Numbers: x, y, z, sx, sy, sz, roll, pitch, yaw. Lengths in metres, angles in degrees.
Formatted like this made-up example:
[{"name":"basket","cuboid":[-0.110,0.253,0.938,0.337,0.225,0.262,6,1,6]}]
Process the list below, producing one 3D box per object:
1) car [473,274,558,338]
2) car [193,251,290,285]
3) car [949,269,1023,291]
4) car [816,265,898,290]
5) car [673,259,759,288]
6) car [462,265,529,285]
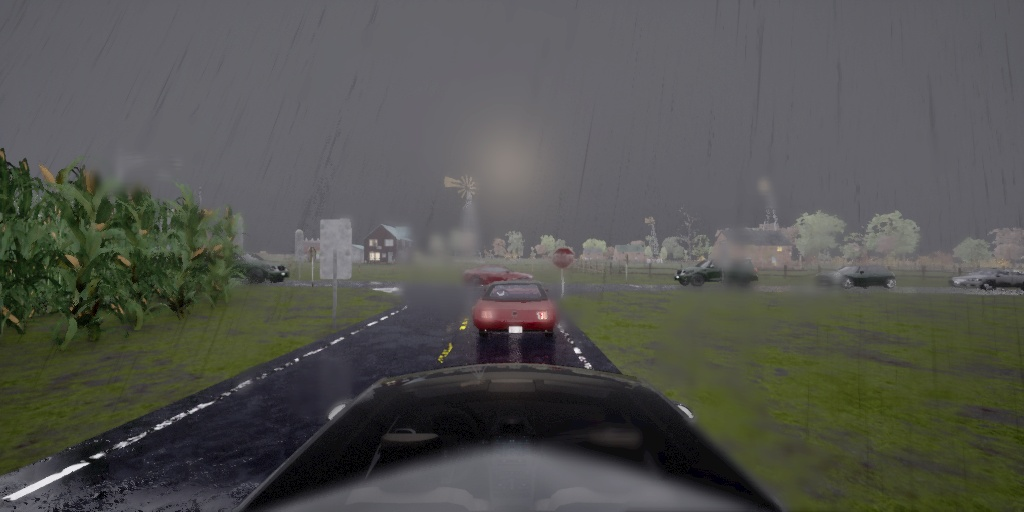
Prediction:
[{"name":"car","cuboid":[0.139,1.354,10.202,1.895,1.301,4.718,0,0,1]},{"name":"car","cuboid":[-17.416,0.753,22.956,5.566,2.045,2.150,1,-1,0]},{"name":"car","cuboid":[34.950,1.722,26.107,4.902,1.511,2.128,1,-1,0]},{"name":"car","cuboid":[24.938,1.461,26.077,4.553,1.767,2.097,1,-1,0]},{"name":"car","cuboid":[14.780,1.204,26.036,5.566,2.045,2.150,1,-1,0]},{"name":"car","cuboid":[-0.852,1.289,23.003,4.674,1.442,1.812,1,0,0]}]
